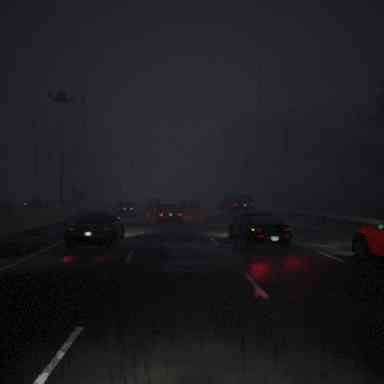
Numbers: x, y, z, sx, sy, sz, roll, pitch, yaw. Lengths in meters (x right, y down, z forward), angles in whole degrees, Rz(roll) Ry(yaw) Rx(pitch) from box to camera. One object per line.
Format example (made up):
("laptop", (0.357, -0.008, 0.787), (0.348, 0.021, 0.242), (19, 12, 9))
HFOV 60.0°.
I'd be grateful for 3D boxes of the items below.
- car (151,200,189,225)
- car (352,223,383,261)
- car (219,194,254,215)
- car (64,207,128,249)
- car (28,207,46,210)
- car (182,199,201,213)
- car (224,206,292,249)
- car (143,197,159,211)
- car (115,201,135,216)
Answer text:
("car", (-1.771, 1.579, 24.718), (2.033, 1.411, 5.357), (0, 0, -8))
("car", (6.686, 1.353, 9.724), (2.097, 1.767, 4.553), (0, 0, -3))
("car", (4.203, 1.252, 31.854), (2.150, 2.045, 5.566), (0, 0, -10))
("car", (-4.201, 1.588, 14.865), (1.994, 1.385, 4.181), (0, 0, -5))
("car", (-19.525, 1.431, 41.629), (2.097, 1.767, 4.553), (0, 0, -14))
("car", (-0.342, 1.535, 36.982), (2.128, 1.511, 4.902), (0, 0, -11))
("car", (2.860, 1.538, 14.547), (1.812, 1.442, 4.674), (0, 0, -5))
("car", (-5.063, 1.409, 42.081), (2.097, 1.767, 4.553), (0, 0, -13))
("car", (-6.613, 1.596, 32.816), (2.033, 1.411, 5.357), (0, 0, -11))
